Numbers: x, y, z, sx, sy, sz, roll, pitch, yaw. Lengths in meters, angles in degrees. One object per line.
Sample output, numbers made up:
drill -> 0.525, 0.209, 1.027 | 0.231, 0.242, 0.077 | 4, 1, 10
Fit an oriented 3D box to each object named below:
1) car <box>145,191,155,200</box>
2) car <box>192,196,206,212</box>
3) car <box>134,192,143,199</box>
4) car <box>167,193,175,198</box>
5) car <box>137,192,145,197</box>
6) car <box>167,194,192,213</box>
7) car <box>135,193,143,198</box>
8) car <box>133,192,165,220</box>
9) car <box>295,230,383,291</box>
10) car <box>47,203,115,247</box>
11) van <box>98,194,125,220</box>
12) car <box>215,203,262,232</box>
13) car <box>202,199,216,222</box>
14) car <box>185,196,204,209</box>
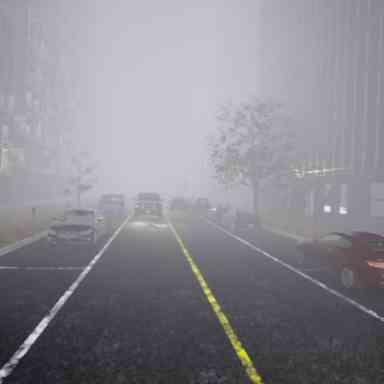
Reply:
car -> -9.198, 0.758, 73.587 | 2.097, 1.767, 4.553 | 2, 0, -7
car -> 0.942, 1.365, 37.430 | 1.967, 1.590, 4.097 | 2, 0, -7
car -> -12.204, 0.858, 75.971 | 1.887, 1.381, 4.507 | 2, 0, -7
car -> -5.958, 1.008, 93.932 | 1.947, 1.339, 4.313 | 2, 0, -7
car -> -14.272, 0.704, 92.923 | 1.887, 1.381, 4.507 | 2, 0, -7
car -> -1.471, 1.325, 35.766 | 1.882, 1.535, 5.008 | 2, 0, -7
car -> -12.895, 0.844, 81.623 | 1.802, 1.307, 4.206 | 2, 0, -7
car -> -3.477, 1.032, 26.743 | 2.150, 2.045, 5.566 | 2, 0, -7
car -> 4.386, 1.712, 9.178 | 1.802, 1.307, 4.206 | 2, 0, -7
car -> -4.617, 1.361, 13.815 | 2.008, 1.369, 4.403 | 2, 0, -7
van -> -5.989, 1.071, 25.115 | 1.690, 1.788, 3.998 | 2, 0, -7
car -> 3.007, 1.605, 20.479 | 2.008, 1.369, 4.403 | 2, 0, -7
car -> 2.317, 1.563, 26.129 | 2.008, 1.369, 4.403 | 2, 0, -7
car -> 0.252, 1.320, 43.080 | 1.967, 1.590, 4.097 | 2, 0, -7
